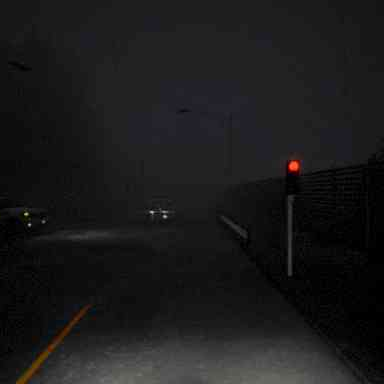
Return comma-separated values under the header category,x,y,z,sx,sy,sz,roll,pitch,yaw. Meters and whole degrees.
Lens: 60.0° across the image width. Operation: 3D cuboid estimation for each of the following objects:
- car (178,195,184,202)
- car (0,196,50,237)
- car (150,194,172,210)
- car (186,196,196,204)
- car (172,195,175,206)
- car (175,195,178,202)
category,x,y,z,sx,sy,sz,roll,pitch,yaw
car,-3.945,1.541,77.024,4.892,1.490,1.837,0,0,40
car,-10.628,1.232,17.899,5.566,2.045,2.150,0,0,4
car,-4.231,1.245,43.924,2.150,2.045,5.566,0,0,0
car,-0.162,1.560,65.899,1.812,1.442,4.674,0,0,-1
car,-4.249,1.380,53.776,2.097,1.767,4.553,0,0,0
car,-4.226,1.559,63.969,1.812,1.442,4.674,0,0,0
